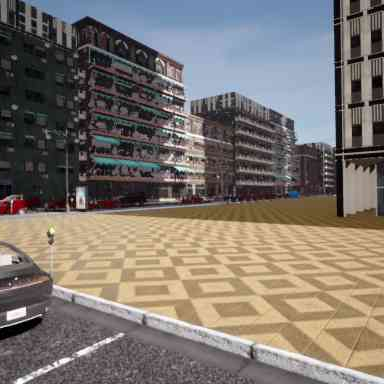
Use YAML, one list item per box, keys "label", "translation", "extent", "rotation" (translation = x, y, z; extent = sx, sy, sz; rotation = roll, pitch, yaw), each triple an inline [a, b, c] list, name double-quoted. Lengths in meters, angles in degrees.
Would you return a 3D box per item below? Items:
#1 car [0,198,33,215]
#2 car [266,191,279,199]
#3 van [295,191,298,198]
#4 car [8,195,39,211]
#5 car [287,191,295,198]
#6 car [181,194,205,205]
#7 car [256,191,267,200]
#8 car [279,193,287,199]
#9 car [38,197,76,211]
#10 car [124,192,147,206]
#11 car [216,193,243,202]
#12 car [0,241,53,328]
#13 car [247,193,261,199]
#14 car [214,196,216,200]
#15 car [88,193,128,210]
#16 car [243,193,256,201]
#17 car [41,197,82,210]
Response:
- label: "car"
  translation: [-16.060, 1.413, 27.926]
  extent: [1.802, 1.307, 4.206]
  rotation: [-1, 0, 36]
- label: "car"
  translation: [16.442, 0.740, 72.632]
  extent: [2.192, 1.841, 5.009]
  rotation: [-1, 0, 36]
- label: "van"
  translation: [26.195, 0.654, 86.045]
  extent: [1.690, 1.788, 3.998]
  rotation: [-1, 0, 36]
- label: "car"
  translation: [-19.589, 1.228, 37.326]
  extent: [2.192, 1.841, 5.009]
  rotation: [-1, 0, 36]
- label: "car"
  translation: [22.947, 0.932, 81.574]
  extent: [1.802, 1.307, 4.206]
  rotation: [-1, 0, 36]
- label: "car"
  translation: [0.191, 1.062, 50.279]
  extent: [1.967, 1.590, 4.097]
  rotation: [-1, 0, 36]
- label: "car"
  translation: [13.195, 1.046, 68.162]
  extent: [1.802, 1.307, 4.206]
  rotation: [-1, 0, 36]
- label: "car"
  translation: [19.695, 0.938, 77.103]
  extent: [2.008, 1.369, 4.403]
  rotation: [-1, 0, 36]
- label: "car"
  translation: [-15.064, 1.368, 39.154]
  extent: [1.812, 1.442, 4.674]
  rotation: [-1, 0, 36]
- label: "car"
  translation: [-8.921, 0.985, 47.602]
  extent: [2.150, 2.045, 5.566]
  rotation: [-1, 0, 36]
- label: "car"
  translation: [6.693, 1.093, 59.221]
  extent: [2.008, 1.369, 4.403]
  rotation: [-1, 0, 36]
- label: "car"
  translation: [-4.341, 1.553, 6.159]
  extent: [4.403, 1.369, 2.008]
  rotation: [0, -1, 36]
- label: "car"
  translation: [16.170, 1.040, 86.503]
  extent: [1.947, 1.339, 4.313]
  rotation: [-1, 0, 36]
- label: "car"
  translation: [6.417, 1.029, 73.091]
  extent: [1.967, 1.590, 4.097]
  rotation: [-1, 0, 36]
- label: "car"
  translation: [-9.560, 1.186, 36.867]
  extent: [1.967, 1.590, 4.097]
  rotation: [-1, 0, 36]
- label: "car"
  translation: [9.944, 1.048, 63.691]
  extent: [1.887, 1.381, 4.507]
  rotation: [-1, 0, 36]
- label: "car"
  translation: [-16.336, 1.415, 41.797]
  extent: [1.887, 1.381, 4.507]
  rotation: [-1, 0, 36]
